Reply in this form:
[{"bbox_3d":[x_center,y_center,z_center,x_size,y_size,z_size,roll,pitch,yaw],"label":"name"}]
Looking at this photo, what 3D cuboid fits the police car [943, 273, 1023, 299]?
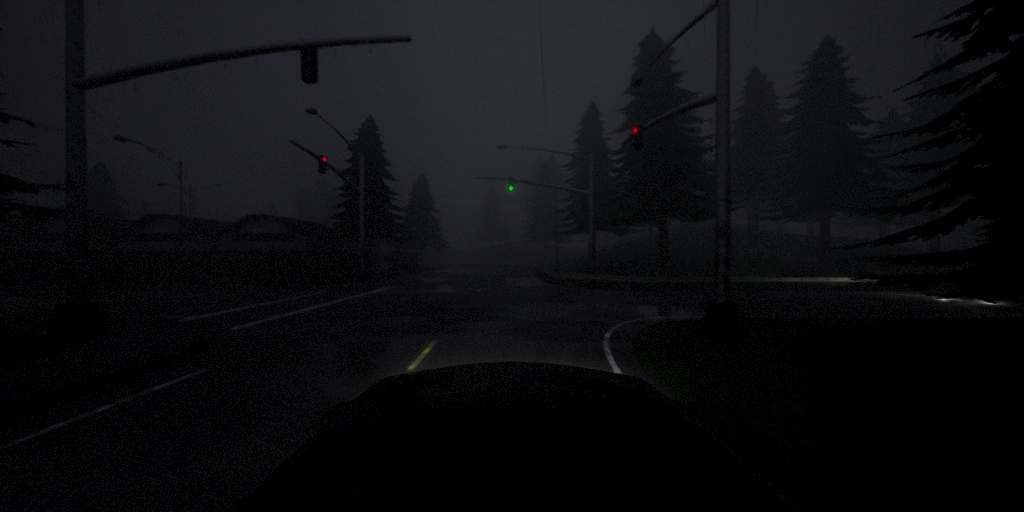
[{"bbox_3d":[23.041,1.136,16.551,4.974,1.542,2.038,0,1,1],"label":"police car"}]
